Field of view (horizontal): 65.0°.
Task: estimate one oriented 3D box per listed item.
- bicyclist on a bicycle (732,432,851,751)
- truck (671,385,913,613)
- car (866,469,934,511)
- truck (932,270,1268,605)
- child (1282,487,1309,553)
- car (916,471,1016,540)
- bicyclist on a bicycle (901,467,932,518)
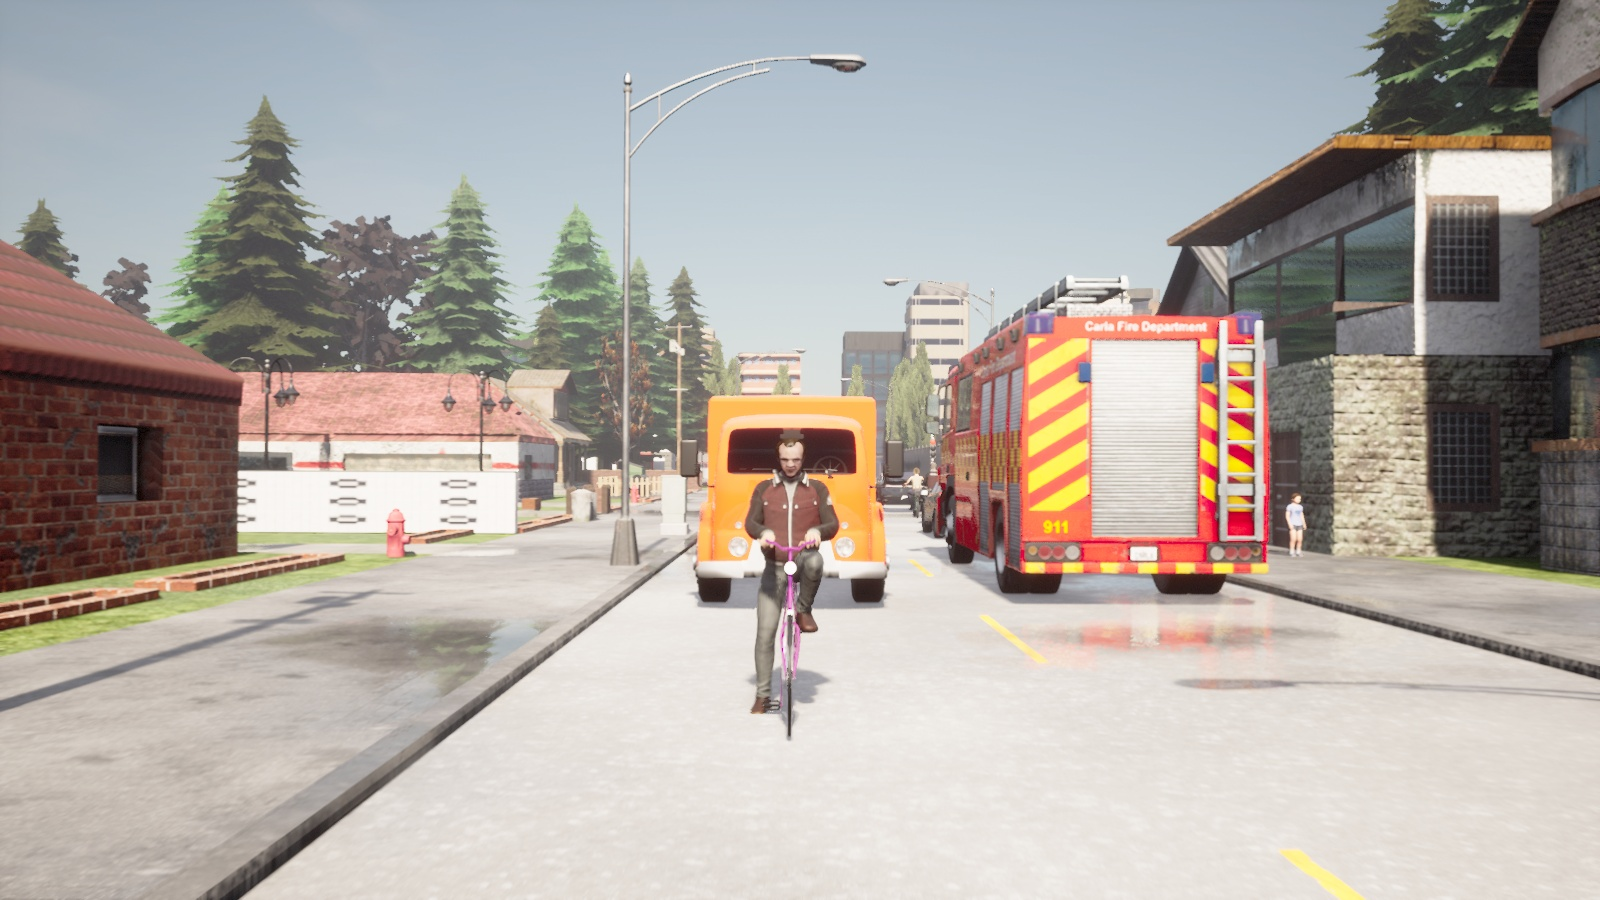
[{"bbox_3d":[-0.053,0.803,7.930,0.659,1.776,1.843,0,-1,0],"label":"bicyclist on a bicycle"},{"bbox_3d":[-0.103,0.572,16.261,2.627,2.467,5.204,0,-1,0],"label":"truck"},{"bbox_3d":[3.730,1.476,47.646,2.128,1.511,4.902,0,-1,-1],"label":"car"},{"bbox_3d":[3.882,-0.086,18.636,2.891,3.827,8.468,0,-1,0],"label":"truck"},{"bbox_3d":[8.506,1.195,21.572,0.255,1.110,0.394,0,-1,-11],"label":"child"},{"bbox_3d":[3.823,1.258,29.494,1.845,1.501,3.633,0,-1,0],"label":"car"},{"bbox_3d":[3.759,1.349,40.615,0.866,1.612,1.509,0,-1,-1],"label":"bicyclist on a bicycle"}]
